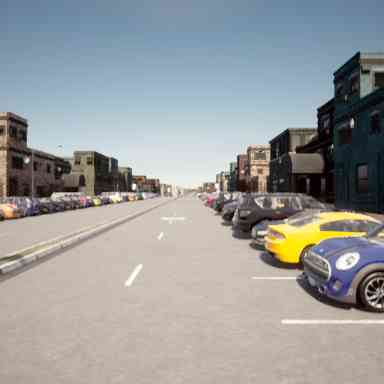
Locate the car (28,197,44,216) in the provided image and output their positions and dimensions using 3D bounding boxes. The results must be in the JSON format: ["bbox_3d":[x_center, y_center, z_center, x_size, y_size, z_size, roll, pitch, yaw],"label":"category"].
[{"bbox_3d":[-15.438,1.207,28.059,4.553,1.767,2.185,0,0,0],"label":"car"}]

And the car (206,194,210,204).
[{"bbox_3d":[4.703,1.311,43.045,4.892,1.521,2.231,0,0,0],"label":"car"}]

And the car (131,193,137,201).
[{"bbox_3d":[-15.319,1.383,72.172,5.366,1.575,1.946,0,0,0],"label":"car"}]

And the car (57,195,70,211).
[{"bbox_3d":[-15.468,1.325,33.573,4.892,1.521,2.231,0,0,0],"label":"car"}]

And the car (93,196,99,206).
[{"bbox_3d":[-15.480,1.360,44.600,4.674,1.452,2.002,0,0,0],"label":"car"}]

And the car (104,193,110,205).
[{"bbox_3d":[-15.481,1.326,50.115,4.892,1.521,2.231,0,0,0],"label":"car"}]

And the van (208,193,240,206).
[{"bbox_3d":[4.593,1.084,48.603,4.442,1.987,1.878,0,0,0],"label":"van"}]

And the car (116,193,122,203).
[{"bbox_3d":[-15.499,1.339,58.387,5.008,1.535,2.097,0,0,0],"label":"car"}]

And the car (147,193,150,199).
[{"bbox_3d":[-15.550,1.238,94.236,5.566,2.045,2.435,0,0,0],"label":"car"}]

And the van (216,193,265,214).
[{"bbox_3d":[4.593,1.095,31.930,4.442,1.987,1.878,0,0,0],"label":"van"}]

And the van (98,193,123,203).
[{"bbox_3d":[-15.614,1.130,63.902,4.442,1.987,1.878,0,0,0],"label":"van"}]

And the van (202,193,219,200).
[{"bbox_3d":[4.826,1.204,87.511,4.442,1.987,1.878,0,0,0],"label":"van"}]

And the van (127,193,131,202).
[{"bbox_3d":[-15.619,1.148,69.414,4.442,1.987,1.878,0,0,0],"label":"van"}]

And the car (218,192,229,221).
[{"bbox_3d":[4.681,1.101,20.938,5.566,2.045,2.435,0,0,0],"label":"car"}]

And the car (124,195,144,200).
[{"bbox_3d":[-15.512,1.465,88.843,5.008,1.535,2.097,0,0,0],"label":"car"}]

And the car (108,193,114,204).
[{"bbox_3d":[-15.518,1.358,52.873,4.792,1.488,2.163,0,0,0],"label":"car"}]

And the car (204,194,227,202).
[{"bbox_3d":[4.678,1.222,68.058,4.553,1.767,2.185,0,0,0],"label":"car"}]

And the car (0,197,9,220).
[{"bbox_3d":[-15.496,1.220,22.544,4.553,1.767,2.185,0,0,0],"label":"car"}]

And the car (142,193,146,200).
[{"bbox_3d":[-15.544,1.201,85.961,5.566,2.045,2.435,0,0,0],"label":"car"}]

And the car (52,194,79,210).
[{"bbox_3d":[-15.470,1.323,36.330,4.892,1.521,2.231,0,0,0],"label":"car"}]

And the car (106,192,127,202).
[{"bbox_3d":[-15.524,1.095,61.144,5.566,2.045,2.435,0,0,0],"label":"car"}]

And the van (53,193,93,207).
[{"bbox_3d":[-15.363,1.094,41.967,4.442,1.987,1.878,0,0,0],"label":"van"}]

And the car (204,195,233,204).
[{"bbox_3d":[4.703,1.326,59.719,4.892,1.521,2.231,0,0,0],"label":"car"}]

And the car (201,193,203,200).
[{"bbox_3d":[4.681,1.063,54.161,5.566,2.045,2.435,0,0,0],"label":"car"}]

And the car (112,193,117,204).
[{"bbox_3d":[-15.494,1.373,55.629,4.674,1.452,2.002,0,0,0],"label":"car"}]

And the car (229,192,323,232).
[{"bbox_3d":[4.739,1.123,15.253,5.566,2.045,2.435,0,0,0],"label":"car"}]

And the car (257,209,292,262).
[{"bbox_3d":[4.704,1.395,9.822,5.008,1.535,2.097,0,0,0],"label":"car"}]

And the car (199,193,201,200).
[{"bbox_3d":[4.705,1.369,73.612,5.008,1.535,2.097,0,0,0],"label":"car"}]

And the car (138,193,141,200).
[{"bbox_3d":[-15.517,1.425,80.444,5.008,1.535,2.097,0,0,0],"label":"car"}]

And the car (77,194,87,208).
[{"bbox_3d":[-15.472,1.321,39.086,4.892,1.521,2.231,0,0,0],"label":"car"}]

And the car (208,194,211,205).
[{"bbox_3d":[4.680,1.340,40.267,4.792,1.488,2.163,0,0,0],"label":"car"}]

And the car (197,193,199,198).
[{"bbox_3d":[4.524,1.402,81.951,5.366,1.575,1.946,0,0,0],"label":"car"}]

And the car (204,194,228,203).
[{"bbox_3d":[4.678,1.214,65.277,4.553,1.767,2.185,0,0,0],"label":"car"}]

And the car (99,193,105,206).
[{"bbox_3d":[-15.670,1.319,47.359,5.366,1.575,1.946,0,0,0],"label":"car"}]

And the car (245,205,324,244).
[{"bbox_3d":[4.716,1.386,12.476,4.892,1.521,2.231,0,0,0],"label":"car"}]

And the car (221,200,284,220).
[{"bbox_3d":[4.707,1.375,26.372,4.674,1.452,2.002,0,0,0],"label":"car"}]

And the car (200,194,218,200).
[{"bbox_3d":[4.703,1.453,93.069,4.892,1.521,2.231,0,0,0],"label":"car"}]

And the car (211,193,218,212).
[{"bbox_3d":[4.738,1.077,29.150,5.566,2.045,2.435,0,0,0],"label":"car"}]

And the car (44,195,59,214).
[{"bbox_3d":[-15.466,1.329,30.816,4.892,1.521,2.231,0,0,0],"label":"car"}]

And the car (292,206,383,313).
[{"bbox_3d":[4.741,1.282,6.917,4.553,1.767,2.185,0,0,0],"label":"car"}]

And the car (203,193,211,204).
[{"bbox_3d":[4.681,1.057,45.826,5.566,2.045,2.435,0,0,0],"label":"car"}]

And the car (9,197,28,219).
[{"bbox_3d":[-15.499,1.213,25.301,4.553,1.767,2.185,0,0,0],"label":"car"}]

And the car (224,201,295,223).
[{"bbox_3d":[4.707,1.383,23.657,4.674,1.452,2.002,0,0,0],"label":"car"}]

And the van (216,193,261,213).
[{"bbox_3d":[4.827,1.091,34.708,4.442,1.987,1.878,0,0,0],"label":"van"}]

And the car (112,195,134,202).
[{"bbox_3d":[-15.504,1.439,74.930,4.674,1.452,2.002,0,0,0],"label":"car"}]
